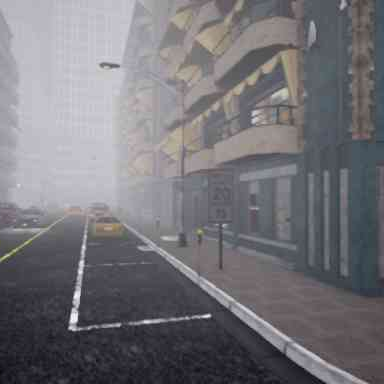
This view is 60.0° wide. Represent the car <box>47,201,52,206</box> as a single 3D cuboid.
[{"bbox_3d":[-22.313,2.487,49.007,1.752,1.417,4.829,1,-2,-17],"label":"car"}]

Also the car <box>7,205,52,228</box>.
[{"bbox_3d":[-12.878,2.038,26.651,2.033,1.411,5.357,1,-1,-17],"label":"car"}]

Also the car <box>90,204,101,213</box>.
[{"bbox_3d":[-16.533,2.743,57.031,1.752,1.417,4.829,1,-2,-17],"label":"car"}]

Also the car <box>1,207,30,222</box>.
[{"bbox_3d":[-17.404,2.188,32.995,1.802,1.307,4.206,1,-2,-17],"label":"car"}]

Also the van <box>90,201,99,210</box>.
[{"bbox_3d":[-21.441,2.921,73.047,1.690,1.788,3.998,1,-2,-17],"label":"van"}]

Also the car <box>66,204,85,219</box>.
[{"bbox_3d":[-13.409,2.258,38.432,1.882,1.535,5.008,1,-3,-17],"label":"car"}]

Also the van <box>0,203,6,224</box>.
[{"bbox_3d":[-14.093,1.710,22.218,1.690,1.788,3.998,1,-2,-17],"label":"van"}]

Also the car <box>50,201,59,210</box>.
[{"bbox_3d":[-27.320,2.644,65.350,2.192,1.841,5.009,1,-2,-17],"label":"car"}]

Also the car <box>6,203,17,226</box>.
[{"bbox_3d":[-15.746,1.803,27.610,2.192,1.841,5.009,1,-2,-17],"label":"car"}]

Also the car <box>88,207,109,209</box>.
[{"bbox_3d":[-6.563,2.042,24.521,1.887,1.381,4.507,1,-2,-17],"label":"car"}]

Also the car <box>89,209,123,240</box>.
[{"bbox_3d":[-4.959,1.908,19.293,1.752,1.417,4.829,1,-2,-17],"label":"car"}]

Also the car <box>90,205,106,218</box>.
[{"bbox_3d":[-11.572,2.383,40.858,1.752,1.417,4.829,1,-2,-17],"label":"car"}]

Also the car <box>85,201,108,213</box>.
[{"bbox_3d":[-9.866,2.050,35.310,2.192,1.841,5.009,1,-2,-17],"label":"car"}]

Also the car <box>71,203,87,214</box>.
[{"bbox_3d":[-17.528,2.569,51.831,2.128,1.511,4.902,1,-2,-17],"label":"car"}]

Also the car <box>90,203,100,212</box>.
[{"bbox_3d":[-18.186,2.865,62.423,1.752,1.417,4.829,1,-2,-17],"label":"car"}]
